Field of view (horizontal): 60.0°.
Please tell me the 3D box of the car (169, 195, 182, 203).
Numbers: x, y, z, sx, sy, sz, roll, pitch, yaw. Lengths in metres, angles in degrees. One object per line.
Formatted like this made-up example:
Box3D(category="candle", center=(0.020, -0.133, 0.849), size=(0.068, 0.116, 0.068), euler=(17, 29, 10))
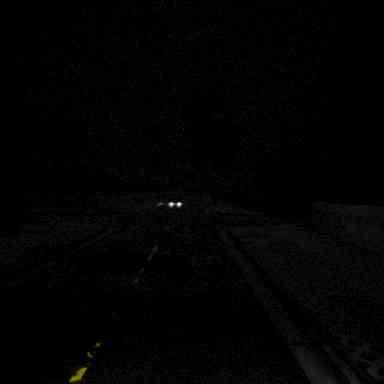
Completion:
Box3D(category="car", center=(-2.712, 1.119, 54.955), size=(1.994, 1.385, 4.181), euler=(0, 1, 0))
